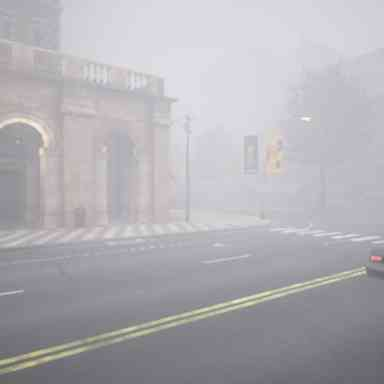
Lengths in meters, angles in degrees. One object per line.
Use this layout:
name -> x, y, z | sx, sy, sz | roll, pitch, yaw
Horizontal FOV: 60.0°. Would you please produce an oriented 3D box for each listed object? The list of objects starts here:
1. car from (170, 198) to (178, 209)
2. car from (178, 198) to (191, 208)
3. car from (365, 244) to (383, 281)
car -> -4.413, 1.636, 46.227 | 1.895, 1.301, 4.718 | 0, 0, -36
car -> -2.068, 1.618, 48.536 | 1.837, 1.490, 4.892 | 0, 1, -35
car -> 6.536, 1.562, 8.480 | 5.357, 1.411, 2.033 | 0, 0, -36
